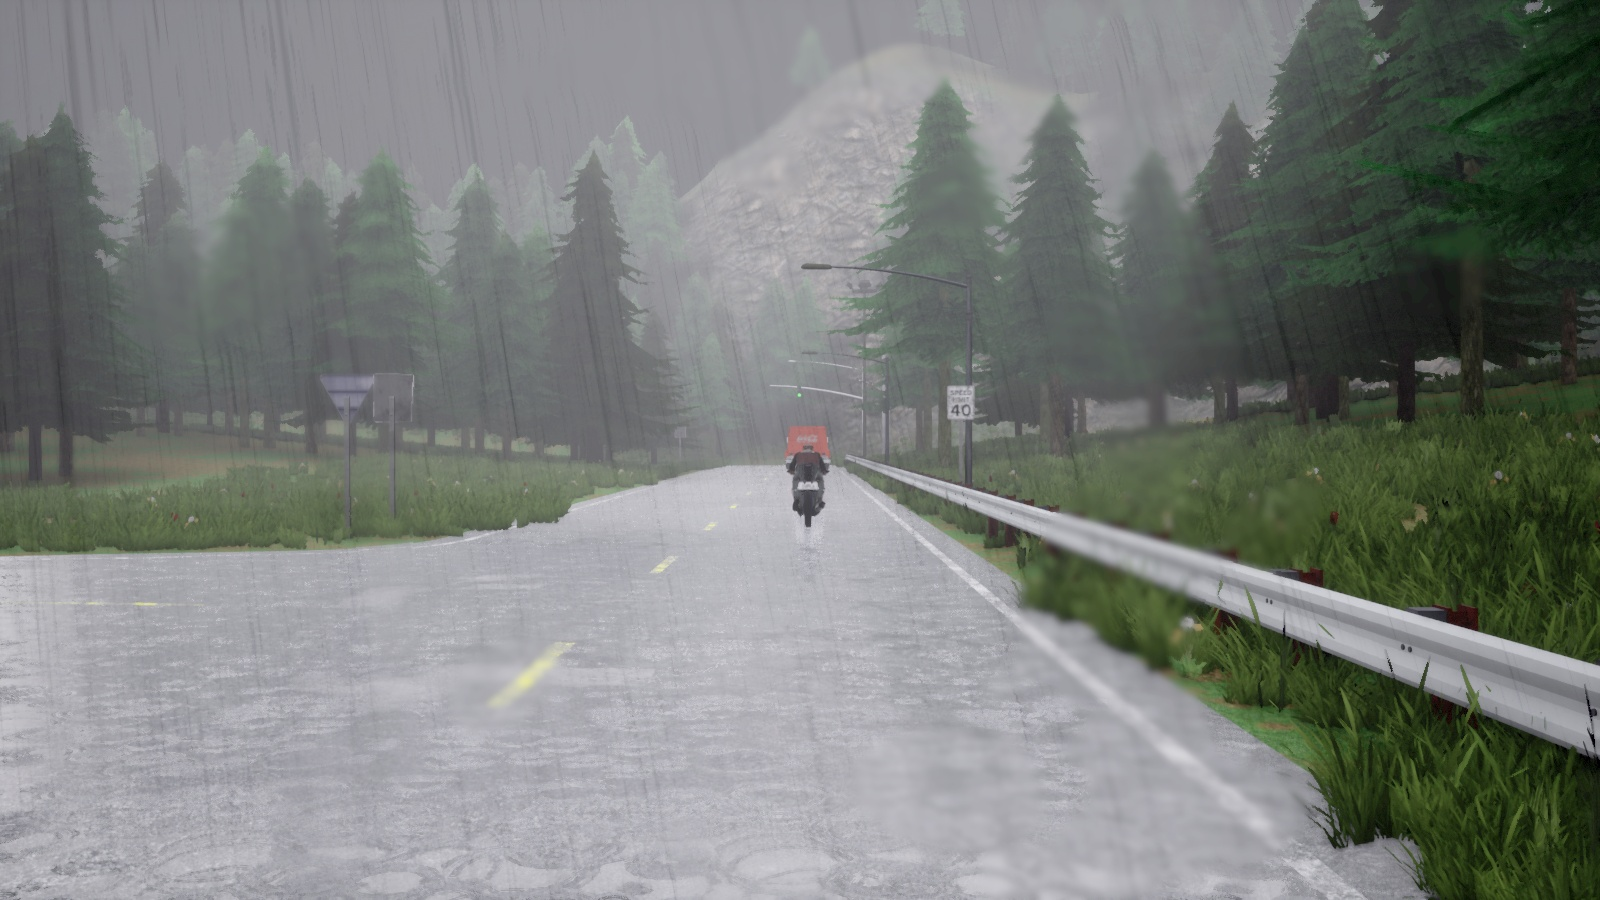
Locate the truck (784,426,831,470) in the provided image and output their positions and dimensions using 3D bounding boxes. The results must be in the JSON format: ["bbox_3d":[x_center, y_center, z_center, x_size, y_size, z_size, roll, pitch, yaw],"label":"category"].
[{"bbox_3d":[0.436,-0.149,72.653,2.627,2.467,5.204,0,0,0],"label":"truck"}]

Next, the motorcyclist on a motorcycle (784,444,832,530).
[{"bbox_3d":[0.151,0.649,23.476,0.866,1.530,2.191,0,0,0],"label":"motorcyclist on a motorcycle"}]
